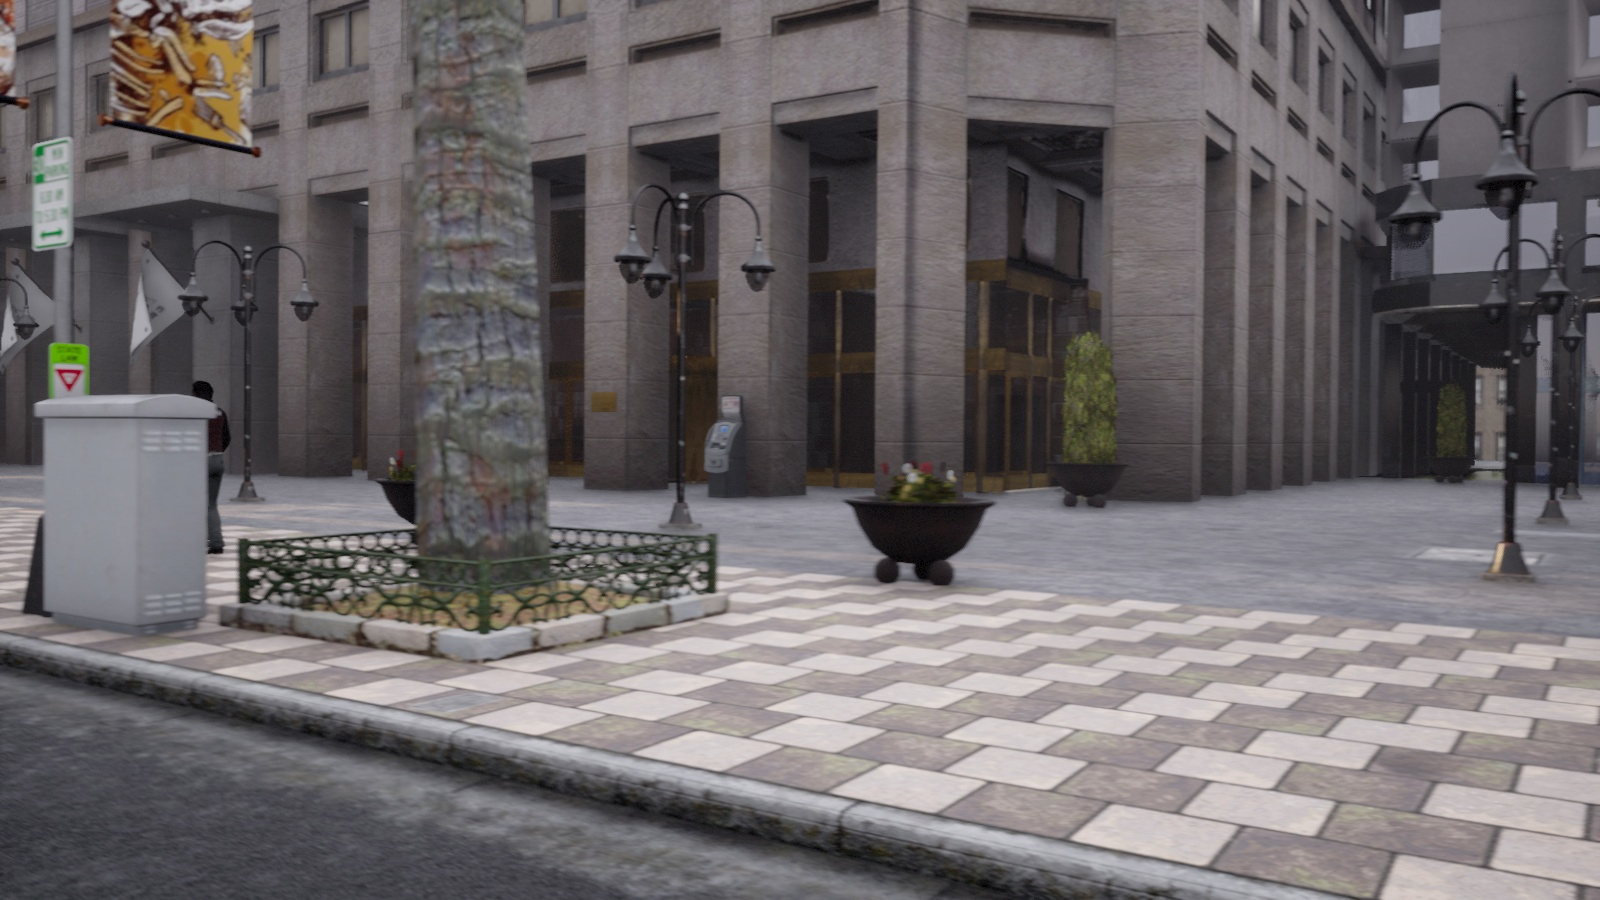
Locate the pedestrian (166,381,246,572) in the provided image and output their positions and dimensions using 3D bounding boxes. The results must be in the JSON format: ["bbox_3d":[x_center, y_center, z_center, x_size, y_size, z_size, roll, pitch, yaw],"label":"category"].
[{"bbox_3d":[-6.169,0.266,13.043,0.666,1.930,0.402,0,1,28],"label":"pedestrian"}]
